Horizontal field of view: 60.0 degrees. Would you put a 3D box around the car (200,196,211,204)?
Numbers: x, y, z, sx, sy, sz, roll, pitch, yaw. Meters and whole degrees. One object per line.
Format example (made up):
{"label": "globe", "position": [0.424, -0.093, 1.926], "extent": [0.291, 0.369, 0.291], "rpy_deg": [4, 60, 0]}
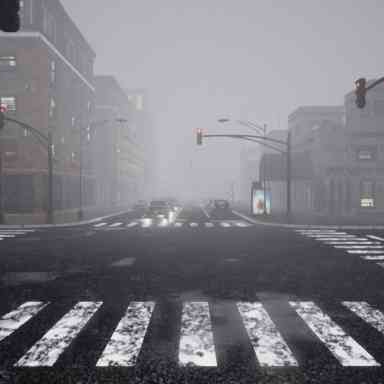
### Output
{"label": "car", "position": [2.722, 1.591, 65.974], "extent": [2.008, 1.369, 4.403], "rpy_deg": [-1, 0, 0]}

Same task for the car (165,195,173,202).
{"label": "car", "position": [-5.650, 1.592, 82.885], "extent": [1.752, 1.417, 4.829], "rpy_deg": [-1, 0, 0]}

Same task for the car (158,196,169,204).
{"label": "car", "position": [-5.659, 1.565, 65.796], "extent": [1.752, 1.417, 4.829], "rpy_deg": [0, 0, 0]}

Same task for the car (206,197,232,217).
{"label": "car", "position": [2.701, 1.446, 31.793], "extent": [1.967, 1.590, 4.097], "rpy_deg": [0, 0, 0]}

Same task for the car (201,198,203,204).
{"label": "car", "position": [2.712, 1.571, 48.884], "extent": [2.008, 1.369, 4.403], "rpy_deg": [0, 0, 0]}

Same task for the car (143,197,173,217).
{"label": "car", "position": [-3.084, 1.510, 30.925], "extent": [1.837, 1.490, 4.892], "rpy_deg": [0, 0, 0]}

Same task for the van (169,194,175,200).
{"label": "van", "position": [-5.645, 1.430, 94.449], "extent": [1.690, 1.788, 3.998], "rpy_deg": [-1, 0, 0]}

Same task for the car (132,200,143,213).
{"label": "car", "position": [-5.675, 1.561, 37.483], "extent": [2.008, 1.369, 4.403], "rpy_deg": [0, 0, 0]}

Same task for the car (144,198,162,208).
{"label": "car", "position": [-5.668, 1.571, 48.876], "extent": [2.008, 1.369, 4.403], "rpy_deg": [0, 0, 0]}

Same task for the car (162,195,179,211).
{"label": "car", "position": [-3.077, 1.505, 40.914], "extent": [2.128, 1.511, 4.902], "rpy_deg": [0, 0, 0]}

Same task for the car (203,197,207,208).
{"label": "car", "position": [2.709, 1.597, 43.187], "extent": [1.802, 1.307, 4.206], "rpy_deg": [0, 0, 0]}

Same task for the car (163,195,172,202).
{"label": "car", "position": [-5.654, 1.497, 77.358], "extent": [1.967, 1.590, 4.097], "rpy_deg": [0, 0, 0]}
